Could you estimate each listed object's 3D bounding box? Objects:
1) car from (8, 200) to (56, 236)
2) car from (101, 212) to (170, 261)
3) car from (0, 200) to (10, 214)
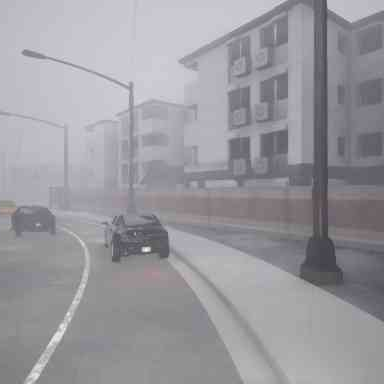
[{"bbox_3d":[-9.046,1.478,18.814,1.882,1.535,5.008,0,0,-32],"label":"car"},{"bbox_3d":[-2.189,1.504,12.417,1.837,1.490,4.892,0,0,-19],"label":"car"},{"bbox_3d":[-17.833,1.478,31.595,1.882,1.535,5.008,0,0,-35],"label":"car"}]
